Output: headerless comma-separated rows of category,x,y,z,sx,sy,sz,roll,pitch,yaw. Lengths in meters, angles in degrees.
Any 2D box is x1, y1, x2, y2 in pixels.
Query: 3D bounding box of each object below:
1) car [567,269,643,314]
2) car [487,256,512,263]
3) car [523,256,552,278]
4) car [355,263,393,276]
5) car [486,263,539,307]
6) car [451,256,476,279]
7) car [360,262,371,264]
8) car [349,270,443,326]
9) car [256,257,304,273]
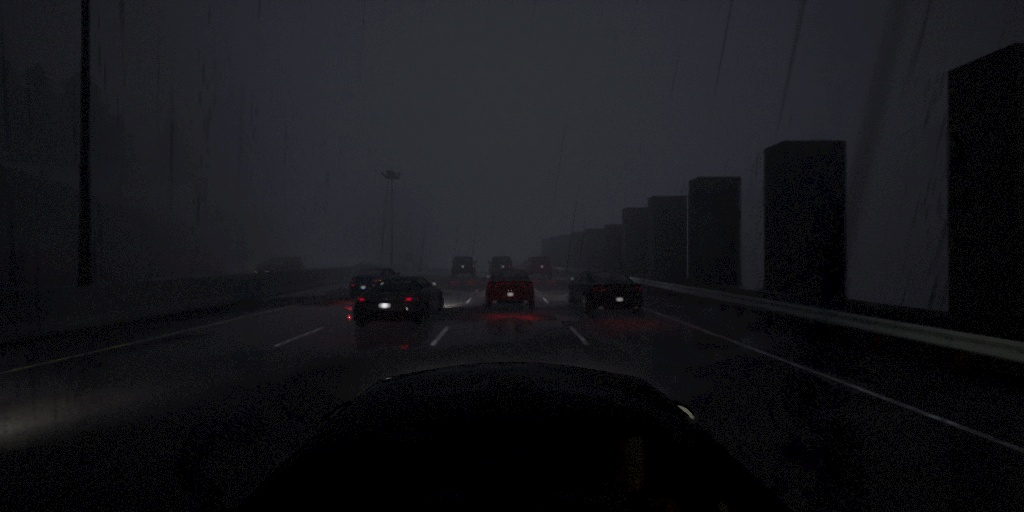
car,3.423,1.252,14.021,1.882,1.535,5.008,0,0,-1
car,-1.111,1.046,34.326,2.150,2.045,5.566,0,0,-5
car,2.398,1.043,34.369,2.150,2.045,5.566,0,0,-5
car,-7.220,1.322,19.538,1.812,1.442,4.674,0,0,-2
car,-0.109,1.259,15.608,1.882,1.535,5.008,0,0,-1
car,-4.635,1.049,34.458,2.150,2.045,5.566,0,0,-6
car,-21.729,1.484,52.842,1.895,1.301,4.718,0,0,-12
car,-3.540,1.340,11.869,1.994,1.385,4.181,0,0,-1
car,-22.476,1.066,35.027,2.150,2.045,5.566,0,0,-7
